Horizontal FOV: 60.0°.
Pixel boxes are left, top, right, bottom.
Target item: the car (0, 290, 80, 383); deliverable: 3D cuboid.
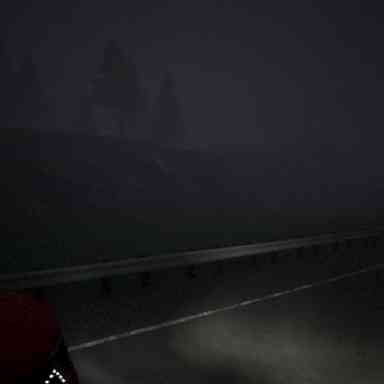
[{"bbox_3d":[-3.350,1.206,1.361,5.566,2.045,2.150,0,0,-36],"label":"car"}]
